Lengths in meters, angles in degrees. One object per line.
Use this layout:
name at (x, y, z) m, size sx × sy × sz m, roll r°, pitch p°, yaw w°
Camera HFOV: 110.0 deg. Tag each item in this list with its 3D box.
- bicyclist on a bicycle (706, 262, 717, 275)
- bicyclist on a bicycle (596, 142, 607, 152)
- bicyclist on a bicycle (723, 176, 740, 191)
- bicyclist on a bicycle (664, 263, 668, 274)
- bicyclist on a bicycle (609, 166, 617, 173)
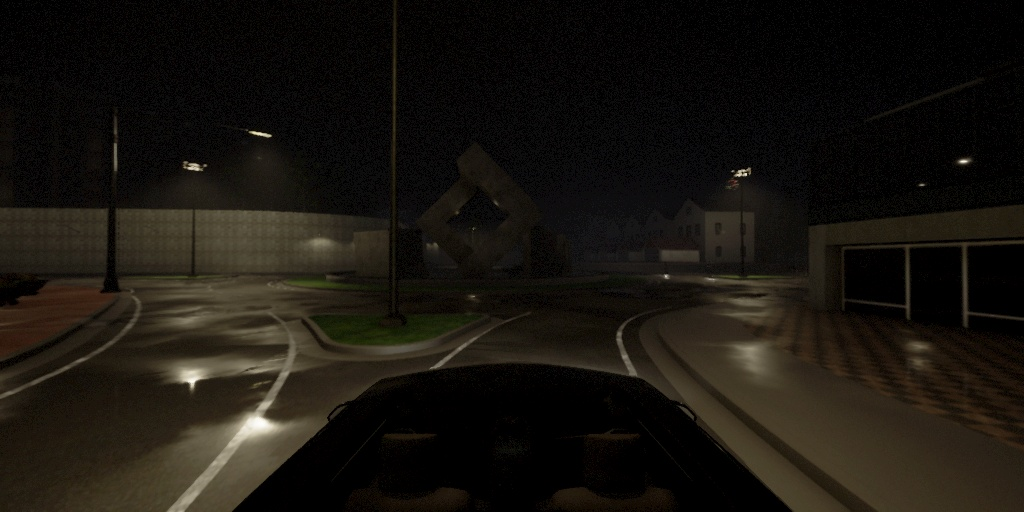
bicyclist on a bicycle at (24.104, 1.470, 43.548) m, size 0.582 × 1.620 × 1.656 m, roll -27°, pitch 4°, yaw -10°
bicyclist on a bicycle at (13.335, -16.338, 53.688) m, size 1.656 × 0.582 × 1.620 m, roll 10°, pitch -38°, yaw 27°
bicyclist on a bicycle at (24.437, -8.058, 39.869) m, size 1.656 × 1.620 × 0.582 m, roll -1°, pitch 5°, yaw 23°
bicyclist on a bicycle at (21.080, 1.717, 49.053) m, size 0.582 × 1.620 × 1.656 m, roll 1°, pitch 0°, yaw 38°
bicyclist on a bicycle at (16.354, -13.859, 57.951) m, size 1.656 × 0.582 × 1.620 m, roll 48°, pitch 4°, yaw 28°
